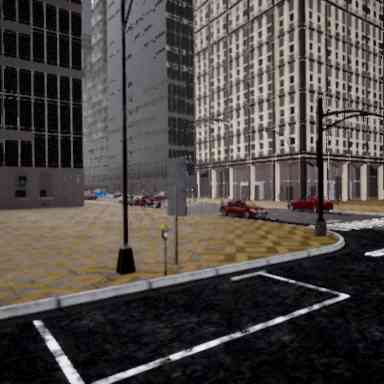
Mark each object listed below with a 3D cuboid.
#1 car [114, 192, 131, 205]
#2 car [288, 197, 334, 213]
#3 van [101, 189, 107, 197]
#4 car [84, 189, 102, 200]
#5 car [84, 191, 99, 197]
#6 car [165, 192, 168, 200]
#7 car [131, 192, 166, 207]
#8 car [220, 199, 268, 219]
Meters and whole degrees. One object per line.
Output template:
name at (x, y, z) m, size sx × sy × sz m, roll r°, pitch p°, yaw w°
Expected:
car at (-8.047, 0.890, 43.040) m, size 1.752 × 1.417 × 4.829 m, roll 0°, pitch 1°, yaw -33°
car at (10.363, 1.094, 29.208) m, size 1.802 × 1.307 × 4.206 m, roll 0°, pitch 1°, yaw -32°
van at (-20.596, 0.221, 74.718) m, size 1.690 × 1.788 × 3.998 m, roll 0°, pitch 1°, yaw -37°
car at (-17.539, 0.713, 56.958) m, size 1.887 × 1.381 × 4.507 m, roll 0°, pitch 1°, yaw -35°
car at (-23.960, 0.364, 79.105) m, size 1.887 × 1.381 × 4.507 m, roll 0°, pitch 1°, yaw -38°
car at (-4.443, 0.629, 52.364) m, size 1.967 × 1.590 × 4.097 m, roll 0°, pitch 1°, yaw -34°
car at (-5.115, 1.010, 38.533) m, size 1.802 × 1.307 × 4.206 m, roll 0°, pitch 1°, yaw -33°
car at (3.726, 1.207, 24.543) m, size 1.802 × 1.307 × 4.206 m, roll 0°, pitch 1°, yaw -32°
